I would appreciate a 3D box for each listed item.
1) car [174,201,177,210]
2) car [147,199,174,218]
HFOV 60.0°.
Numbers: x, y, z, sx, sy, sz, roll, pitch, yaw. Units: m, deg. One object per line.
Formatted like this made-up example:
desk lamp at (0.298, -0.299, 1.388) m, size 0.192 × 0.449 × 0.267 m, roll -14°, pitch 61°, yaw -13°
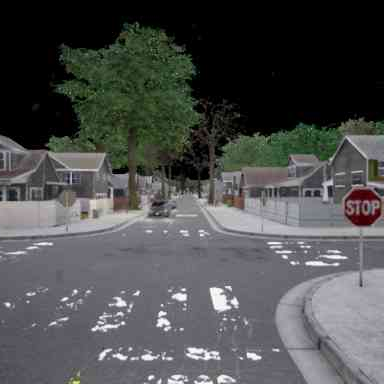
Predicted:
car at (-2.947, 1.577, 43.089) m, size 1.994 × 1.385 × 4.181 m, roll 0°, pitch 0°, yaw 0°
car at (-2.887, 1.562, 29.980) m, size 1.837 × 1.490 × 4.892 m, roll 0°, pitch 0°, yaw 0°
